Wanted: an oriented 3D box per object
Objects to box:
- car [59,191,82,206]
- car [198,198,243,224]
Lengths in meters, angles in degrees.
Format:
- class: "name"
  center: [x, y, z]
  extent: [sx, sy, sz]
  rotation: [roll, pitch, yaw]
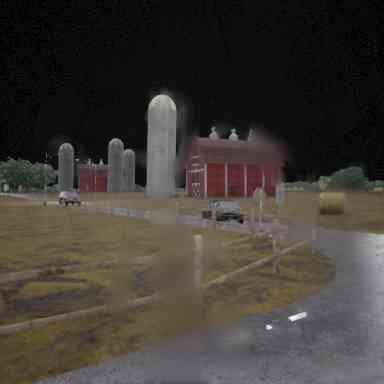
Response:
- class: "car"
  center: [-18.401, 0.960, 50.051]
  extent: [2.150, 2.045, 5.566]
  rotation: [2, 0, -35]
- class: "car"
  center: [1.988, 1.327, 24.377]
  extent: [2.097, 1.767, 4.553]
  rotation: [1, -1, -16]
